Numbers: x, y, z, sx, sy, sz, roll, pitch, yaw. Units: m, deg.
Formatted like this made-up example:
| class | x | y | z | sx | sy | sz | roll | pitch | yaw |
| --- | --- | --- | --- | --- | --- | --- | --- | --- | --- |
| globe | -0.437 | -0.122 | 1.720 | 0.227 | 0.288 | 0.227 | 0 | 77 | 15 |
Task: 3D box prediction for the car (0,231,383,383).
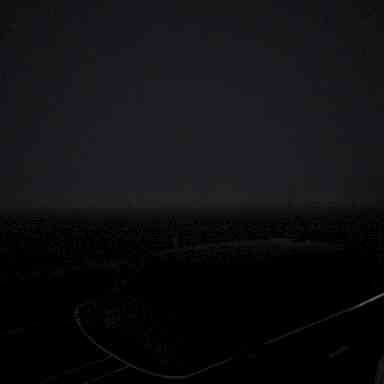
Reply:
| class | x | y | z | sx | sy | sz | roll | pitch | yaw |
| --- | --- | --- | --- | --- | --- | --- | --- | --- | --- |
| car | 0.158 | 1.351 | 3.181 | 4.553 | 1.767 | 2.097 | 0 | 0 | -35 |
